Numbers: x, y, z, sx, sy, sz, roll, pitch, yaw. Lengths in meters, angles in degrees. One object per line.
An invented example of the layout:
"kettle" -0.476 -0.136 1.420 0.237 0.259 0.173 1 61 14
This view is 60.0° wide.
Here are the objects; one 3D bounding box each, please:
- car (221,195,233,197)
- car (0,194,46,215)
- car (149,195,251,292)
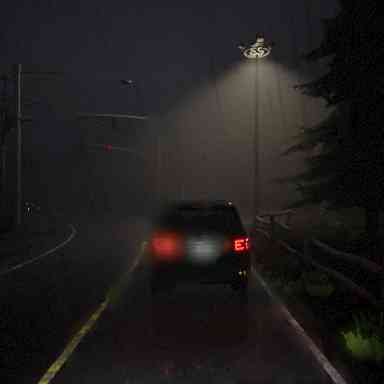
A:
"car" 1.087 1.248 28.307 5.566 2.045 2.150 0 0 -14
"car" -17.568 1.221 34.203 5.566 2.045 2.150 0 0 30
"car" 0.010 1.221 9.128 2.150 2.045 5.566 0 0 -5
